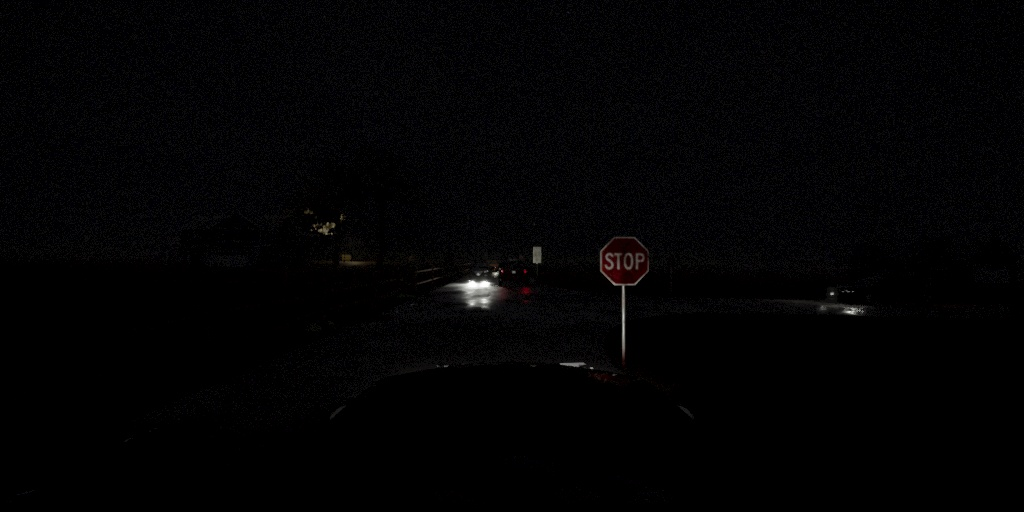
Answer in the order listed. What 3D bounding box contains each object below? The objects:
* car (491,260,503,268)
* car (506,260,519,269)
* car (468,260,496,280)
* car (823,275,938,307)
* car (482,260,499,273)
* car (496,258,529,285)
[{"bbox_3d":[-2.720,1.405,64.716,1.882,1.535,5.008,0,-1,1],"label":"car"},{"bbox_3d":[0.054,1.406,62.058,2.128,1.511,4.902,0,0,0],"label":"car"},{"bbox_3d":[-2.822,1.287,32.519,2.128,1.511,4.902,0,0,0],"label":"car"},{"bbox_3d":[18.710,1.720,18.249,4.892,1.490,1.837,1,-1,0],"label":"car"},{"bbox_3d":[-2.804,1.326,47.471,1.882,1.535,5.008,0,0,0],"label":"car"},{"bbox_3d":[0.124,1.134,26.677,2.097,1.767,4.553,0,0,0],"label":"car"}]
